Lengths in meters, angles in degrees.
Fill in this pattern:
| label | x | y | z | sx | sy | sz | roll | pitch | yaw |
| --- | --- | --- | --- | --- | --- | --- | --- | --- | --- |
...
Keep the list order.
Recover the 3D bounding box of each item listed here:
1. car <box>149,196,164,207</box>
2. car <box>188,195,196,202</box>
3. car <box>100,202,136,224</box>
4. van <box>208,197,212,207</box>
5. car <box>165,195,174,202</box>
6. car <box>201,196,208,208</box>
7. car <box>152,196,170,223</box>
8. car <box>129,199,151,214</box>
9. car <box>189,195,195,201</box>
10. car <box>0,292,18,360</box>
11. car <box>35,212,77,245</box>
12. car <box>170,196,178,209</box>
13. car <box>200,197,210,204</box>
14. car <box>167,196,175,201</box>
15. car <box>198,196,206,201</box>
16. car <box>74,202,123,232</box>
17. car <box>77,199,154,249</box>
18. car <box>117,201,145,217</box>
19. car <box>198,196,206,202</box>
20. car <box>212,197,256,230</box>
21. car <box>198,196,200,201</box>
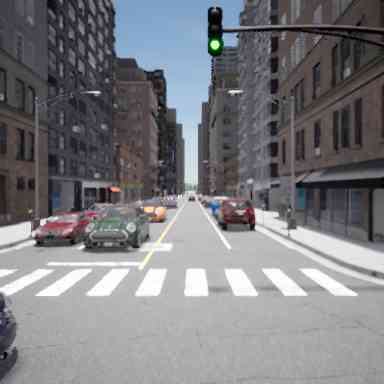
| label | x | y | z | sx | sy | sz | roll | pitch | yaw |
| --- | --- | --- | --- | --- | --- | --- | --- | --- | --- |
| car | -5.794 | 1.561 | 54.195 | 1.967 | 1.590 | 4.097 | -1 | 0 | 0 |
| car | -0.029 | 1.723 | 83.300 | 1.812 | 1.442 | 4.674 | 0 | 0 | 0 |
| car | -5.784 | 1.567 | 26.498 | 1.752 | 1.417 | 4.829 | -1 | 0 | 0 |
| van | 2.736 | 1.372 | 32.177 | 1.690 | 1.788 | 3.998 | -1 | 0 | 0 |
| car | -5.805 | 1.676 | 87.225 | 1.967 | 1.590 | 4.097 | -1 | 0 | 0 |
| car | 2.734 | 1.628 | 48.691 | 2.008 | 1.369 | 4.403 | -1 | 0 | 0 |
| car | -3.110 | 1.385 | 25.981 | 2.097 | 1.767 | 4.553 | 0 | 0 | 0 |
| car | -5.788 | 1.596 | 37.509 | 1.752 | 1.417 | 4.829 | -1 | 0 | 0 |
| car | -0.032 | 1.640 | 93.575 | 1.837 | 1.490 | 4.892 | 0 | 0 | 0 |
| car | -4.300 | 1.516 | 3.686 | 4.181 | 1.385 | 1.994 | 0 | 1 | 2 |
| car | -5.780 | 1.599 | 15.659 | 1.802 | 1.307 | 4.206 | -1 | 0 | 0 |
| car | -3.058 | 1.653 | 46.733 | 1.994 | 1.385 | 4.181 | 0 | 0 | 1 |
| car | 2.727 | 1.695 | 70.712 | 1.887 | 1.381 | 4.507 | -1 | 0 | 0 |
| car | -5.805 | 1.822 | 92.730 | 1.947 | 1.339 | 4.313 | -1 | 0 | 0 |
| car | 2.720 | 1.775 | 92.732 | 1.887 | 1.381 | 4.507 | -1 | 0 | 0 |
| car | -5.784 | 1.469 | 21.164 | 1.967 | 1.590 | 4.097 | -1 | 0 | 0 |
| car | -3.107 | 1.359 | 14.576 | 2.097 | 1.767 | 4.553 | 0 | 0 | 0 |
| car | -5.785 | 1.622 | 32.173 | 1.947 | 1.339 | 4.313 | -1 | 0 | 0 |
| car | 2.722 | 1.776 | 87.228 | 1.947 | 1.339 | 4.313 | -1 | 0 | 0 |
| car | 2.739 | 1.319 | 21.168 | 2.192 | 1.841 | 5.009 | -1 | 0 | 0 |
| car | 2.727 | 1.572 | 65.208 | 1.967 | 1.590 | 4.097 | -1 | 0 | 0 |
